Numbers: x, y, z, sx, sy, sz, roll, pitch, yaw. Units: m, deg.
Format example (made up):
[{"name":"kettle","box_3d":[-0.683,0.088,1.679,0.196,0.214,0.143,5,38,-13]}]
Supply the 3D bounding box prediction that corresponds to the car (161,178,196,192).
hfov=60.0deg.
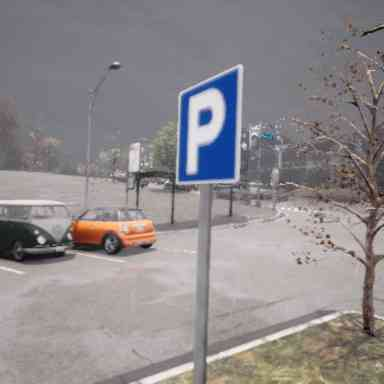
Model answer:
[{"name":"car","box_3d":[-1.954,-0.750,45.155,1.994,1.385,4.181,3,3,-36]}]

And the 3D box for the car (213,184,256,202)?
[{"name":"car","box_3d":[4.455,0.251,36.362,1.994,1.385,4.181,3,4,-36]}]

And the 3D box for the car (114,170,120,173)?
[{"name":"car","box_3d":[-15.443,-3.788,79.140,2.185,1.767,4.553,4,0,33]}]

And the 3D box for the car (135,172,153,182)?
[{"name":"car","box_3d":[-10.003,-2.867,71.995,1.946,1.575,5.366,7,3,34]}]

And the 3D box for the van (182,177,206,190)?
[{"name":"van","box_3d":[0.389,-1.440,57.068,1.878,1.987,4.442,8,3,34]}]

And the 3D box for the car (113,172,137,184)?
[{"name":"car","box_3d":[-11.634,-2.228,58.530,1.895,1.301,4.718,3,3,-36]}]

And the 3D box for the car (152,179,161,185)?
[{"name":"car","box_3d":[-4.830,-2.001,64.532,2.002,1.452,4.674,7,3,34]}]

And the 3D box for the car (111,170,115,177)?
[{"name":"car","box_3d":[-17.235,-4.070,81.471,2.435,2.045,5.566,2,-2,34]}]

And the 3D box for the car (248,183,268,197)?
[{"name":"car","box_3d":[9.200,-0.086,44.930,2.435,2.045,5.566,7,3,34]}]

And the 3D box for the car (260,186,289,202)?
[{"name":"car","box_3d":[10.910,0.479,42.472,2.002,1.452,4.674,7,3,34]}]

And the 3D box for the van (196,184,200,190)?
[{"name":"van","box_3d":[2.141,-1.164,54.613,1.878,1.987,4.442,8,3,34]}]

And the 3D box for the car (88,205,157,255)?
[{"name":"car","box_3d":[-3.699,1.420,13.821,4.553,1.767,2.185,-1,-1,35]}]

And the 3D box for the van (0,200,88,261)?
[{"name":"van","box_3d":[-6.088,1.278,12.047,4.442,1.987,1.878,-1,-2,34]}]
